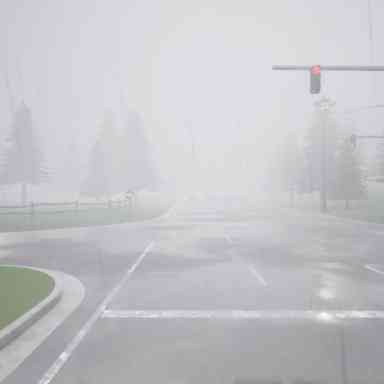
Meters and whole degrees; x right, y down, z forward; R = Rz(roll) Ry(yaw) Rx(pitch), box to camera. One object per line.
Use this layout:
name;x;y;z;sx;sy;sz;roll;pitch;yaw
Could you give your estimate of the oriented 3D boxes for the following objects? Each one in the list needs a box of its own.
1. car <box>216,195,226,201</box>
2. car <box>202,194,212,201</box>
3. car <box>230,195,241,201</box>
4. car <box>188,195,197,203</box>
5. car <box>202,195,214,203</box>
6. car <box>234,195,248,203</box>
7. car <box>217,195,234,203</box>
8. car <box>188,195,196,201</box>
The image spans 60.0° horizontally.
car;7.060;1.427;80.789;1.895;1.301;4.718;0;0;0
car;3.560;1.357;80.762;2.128;1.511;4.902;0;0;0
car;10.560;1.427;80.786;1.895;1.301;4.718;0;0;0
car;0.052;1.516;70.344;2.128;1.511;4.902;0;0;0
car;3.552;1.469;70.342;1.882;1.535;5.008;0;0;0
car;10.552;1.531;70.336;2.033;1.411;5.357;0;0;0
car;7.052;1.516;70.339;2.128;1.511;4.902;0;0;0
car;0.060;1.427;80.794;1.895;1.301;4.718;0;0;0
